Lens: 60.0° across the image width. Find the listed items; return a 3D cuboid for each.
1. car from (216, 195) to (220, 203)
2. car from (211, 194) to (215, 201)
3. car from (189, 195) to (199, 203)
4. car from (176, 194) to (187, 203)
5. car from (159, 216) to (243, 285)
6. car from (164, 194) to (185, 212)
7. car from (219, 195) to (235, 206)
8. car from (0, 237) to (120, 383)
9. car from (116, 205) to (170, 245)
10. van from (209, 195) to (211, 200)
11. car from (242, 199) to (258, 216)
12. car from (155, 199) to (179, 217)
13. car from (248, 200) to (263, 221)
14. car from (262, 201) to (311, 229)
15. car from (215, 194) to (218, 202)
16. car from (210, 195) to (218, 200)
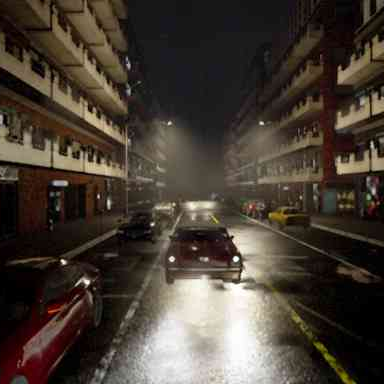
[{"bbox_3d":[6.080,1.521,60.234,2.008,1.369,4.403,-1,0,0],"label":"car"},{"bbox_3d":[6.091,1.404,77.040,1.967,1.590,4.097,-1,0,0],"label":"car"},{"bbox_3d":[0.407,1.443,69.540,1.882,1.535,5.008,0,0,0],"label":"car"},{"bbox_3d":[-2.295,1.279,71.473,2.192,1.841,5.009,-1,0,0],"label":"car"},{"bbox_3d":[0.265,1.595,9.641,1.895,1.301,4.718,0,0,0],"label":"car"},{"bbox_3d":[-2.320,1.294,37.860,2.192,1.841,5.009,-1,0,0],"label":"car"},{"bbox_3d":[6.076,1.539,54.631,1.947,1.339,4.313,-1,0,0],"label":"car"},{"bbox_3d":[-2.342,1.579,4.248,1.802,1.307,4.206,-1,0,0],"label":"car"},{"bbox_3d":[-2.334,1.542,15.453,2.008,1.369,4.403,-1,0,0],"label":"car"},{"bbox_3d":[6.098,1.301,88.244,1.690,1.788,3.998,-1,0,0],"label":"van"},{"bbox_3d":[6.057,1.423,32.223,1.967,1.590,4.097,-1,0,0],"label":"car"},{"bbox_3d":[-2.325,1.535,26.656,2.008,1.369,4.403,-1,0,0],"label":"car"},{"bbox_3d":[6.055,1.552,26.621,1.947,1.339,4.313,-1,0,0],"label":"car"},{"bbox_3d":[6.050,1.514,21.189,1.752,1.417,4.829,-1,0,0],"label":"car"},{"bbox_3d":[6.084,1.493,66.006,1.752,1.417,4.829,-1,0,0],"label":"car"},{"bbox_3d":[6.105,1.509,93.845,2.008,1.369,4.403,-1,0,0],"label":"car"}]
